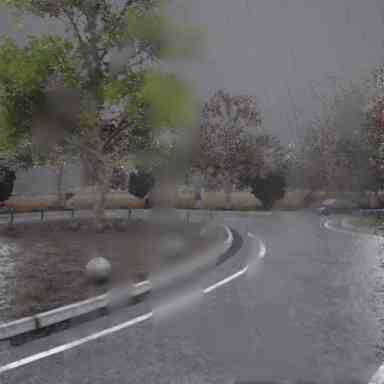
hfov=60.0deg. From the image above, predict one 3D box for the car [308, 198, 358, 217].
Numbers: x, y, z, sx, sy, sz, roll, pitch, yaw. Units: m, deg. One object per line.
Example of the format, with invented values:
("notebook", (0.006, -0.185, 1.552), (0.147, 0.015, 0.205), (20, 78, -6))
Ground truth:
("car", (12.492, 1.353, 29.431), (4.892, 1.490, 1.837), (-1, -1, -24))
